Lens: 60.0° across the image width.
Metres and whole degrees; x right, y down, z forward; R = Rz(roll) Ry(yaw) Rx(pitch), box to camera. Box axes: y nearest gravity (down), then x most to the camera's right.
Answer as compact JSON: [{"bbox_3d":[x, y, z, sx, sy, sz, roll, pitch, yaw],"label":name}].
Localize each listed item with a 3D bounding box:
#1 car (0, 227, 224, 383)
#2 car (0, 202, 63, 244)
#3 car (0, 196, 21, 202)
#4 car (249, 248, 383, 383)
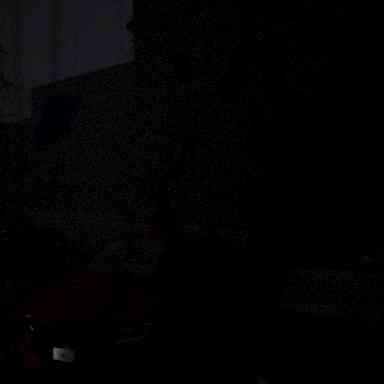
[{"bbox_3d":[-0.667,1.462,5.892,2.097,1.535,5.008,1,0,15],"label":"car"},{"bbox_3d":[-5.587,1.295,9.357,2.185,1.767,4.553,0,-1,15],"label":"car"},{"bbox_3d":[-8.023,1.149,11.100,2.435,2.045,5.566,1,0,15],"label":"car"},{"bbox_3d":[1.793,1.519,4.132,2.002,1.452,4.674,1,0,16],"label":"car"}]
